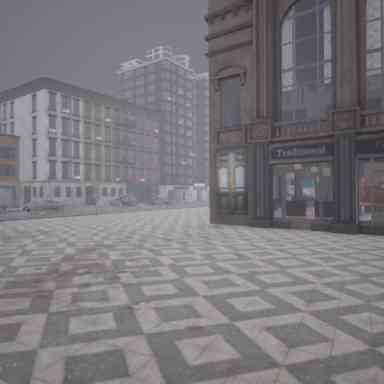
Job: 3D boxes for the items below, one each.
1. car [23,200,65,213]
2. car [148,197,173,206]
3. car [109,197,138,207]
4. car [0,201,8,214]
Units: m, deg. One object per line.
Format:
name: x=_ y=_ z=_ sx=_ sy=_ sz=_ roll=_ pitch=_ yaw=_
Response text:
car: x=-16.076 y=1.542 z=36.185 sx=1.994 sy=1.385 sz=4.181 roll=-1 pitch=0 yaw=36
car: x=-4.906 y=1.502 z=51.737 sx=1.994 sy=1.385 sz=4.181 roll=-1 pitch=0 yaw=36
car: x=-10.225 y=1.479 z=49.923 sx=1.837 sy=1.490 sz=4.892 roll=-1 pitch=0 yaw=36
car: x=-21.583 y=1.506 z=34.080 sx=2.128 sy=1.511 sz=4.902 roll=-1 pitch=0 yaw=36
